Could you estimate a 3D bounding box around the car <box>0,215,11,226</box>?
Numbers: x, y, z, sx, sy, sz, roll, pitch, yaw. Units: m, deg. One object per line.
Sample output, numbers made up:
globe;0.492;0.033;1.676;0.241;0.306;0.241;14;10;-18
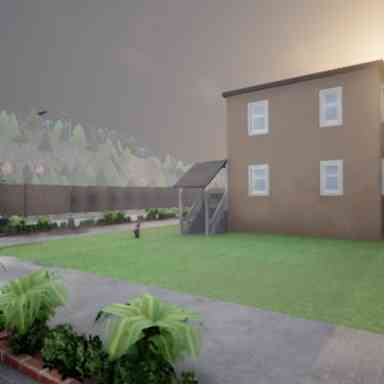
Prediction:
car;-12.084;1.697;18.771;1.837;1.490;4.892;-1;0;36
